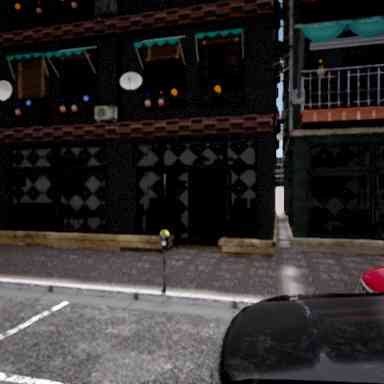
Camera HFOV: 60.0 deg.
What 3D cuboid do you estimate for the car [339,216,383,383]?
[{"bbox_3d":[4.450,1.304,3.507,5.009,1.841,2.192,0,0,14],"label":"car"}]

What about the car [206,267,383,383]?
[{"bbox_3d":[2.756,1.215,1.752,5.566,2.045,2.150,0,0,12],"label":"car"}]
